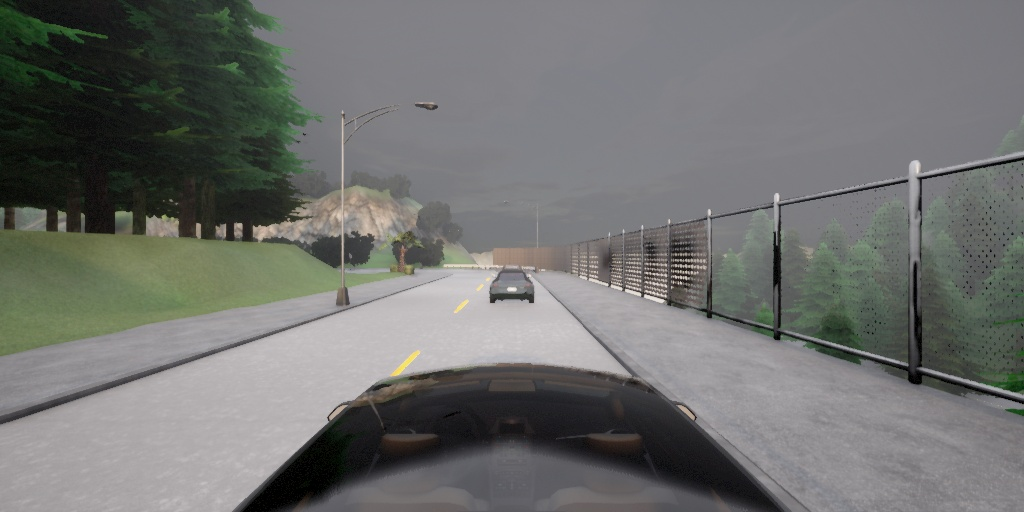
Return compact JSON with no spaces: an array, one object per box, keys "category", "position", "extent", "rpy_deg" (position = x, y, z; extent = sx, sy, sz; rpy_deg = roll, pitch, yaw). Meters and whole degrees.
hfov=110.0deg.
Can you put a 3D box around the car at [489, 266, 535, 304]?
[{"category":"car","position":[0.000,1.322,16.500],"extent":[1.994,1.385,4.181],"rpy_deg":[0,0,0]}]

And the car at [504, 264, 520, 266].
[{"category":"car","position":[0.000,1.366,31.530],"extent":[1.895,1.301,4.718],"rpy_deg":[0,0,0]}]
